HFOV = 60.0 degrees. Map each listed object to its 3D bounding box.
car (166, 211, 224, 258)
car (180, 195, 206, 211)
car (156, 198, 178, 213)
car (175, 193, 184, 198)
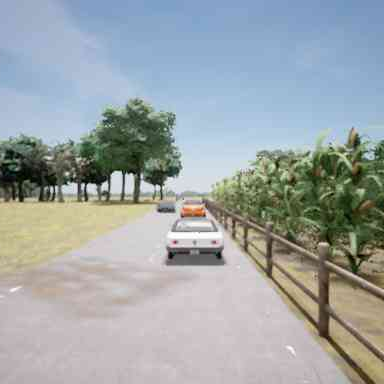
[{"bbox_3d":[0.097,1.622,12.749,1.895,1.301,4.718,0,0,0],"label":"car"},{"bbox_3d":[0.099,1.420,29.406,2.097,1.767,4.553,0,0,0],"label":"car"},{"bbox_3d":[-2.838,1.663,37.447,1.994,1.385,4.181,0,0,0],"label":"car"},{"bbox_3d":[-2.754,1.216,78.781,2.150,2.045,5.566,0,0,0],"label":"car"}]
